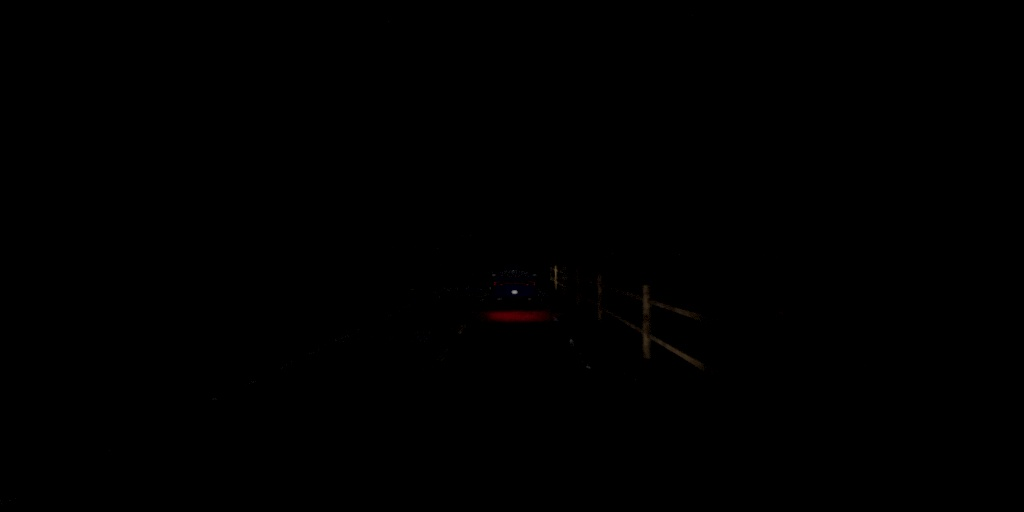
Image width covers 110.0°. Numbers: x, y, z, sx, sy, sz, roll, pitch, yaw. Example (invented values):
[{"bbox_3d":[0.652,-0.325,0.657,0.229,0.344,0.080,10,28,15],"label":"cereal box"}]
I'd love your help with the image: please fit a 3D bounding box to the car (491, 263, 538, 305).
[{"bbox_3d":[0.102,1.225,16.112,1.882,1.535,5.008,0,0,0],"label":"car"}]
